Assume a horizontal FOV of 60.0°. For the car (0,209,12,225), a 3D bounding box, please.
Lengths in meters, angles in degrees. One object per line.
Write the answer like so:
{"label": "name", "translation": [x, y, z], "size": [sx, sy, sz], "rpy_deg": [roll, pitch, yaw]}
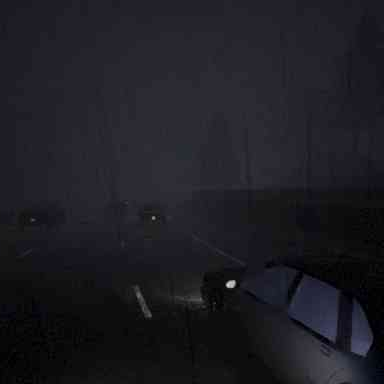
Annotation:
{"label": "car", "translation": [-13.046, 1.601, 21.161], "size": [1.895, 1.301, 4.718], "rpy_deg": [0, 0, -9]}

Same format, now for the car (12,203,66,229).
{"label": "car", "translation": [-9.546, 1.477, 21.518], "size": [1.882, 1.535, 5.008], "rpy_deg": [0, 0, -10]}

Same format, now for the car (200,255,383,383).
{"label": "car", "translation": [1.762, 1.547, 4.135], "size": [2.033, 1.411, 5.357], "rpy_deg": [0, 0, -18]}

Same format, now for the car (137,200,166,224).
{"label": "car", "translation": [-2.976, 1.503, 24.764], "size": [1.837, 1.490, 4.892], "rpy_deg": [0, 0, -9]}

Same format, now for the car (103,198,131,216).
{"label": "car", "translation": [-7.392, 1.478, 32.457], "size": [1.882, 1.535, 5.008], "rpy_deg": [0, 0, -5]}

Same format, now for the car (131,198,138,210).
{"label": "car", "translation": [-7.882, 1.491, 42.970], "size": [2.128, 1.511, 4.902], "rpy_deg": [0, 0, -1]}
